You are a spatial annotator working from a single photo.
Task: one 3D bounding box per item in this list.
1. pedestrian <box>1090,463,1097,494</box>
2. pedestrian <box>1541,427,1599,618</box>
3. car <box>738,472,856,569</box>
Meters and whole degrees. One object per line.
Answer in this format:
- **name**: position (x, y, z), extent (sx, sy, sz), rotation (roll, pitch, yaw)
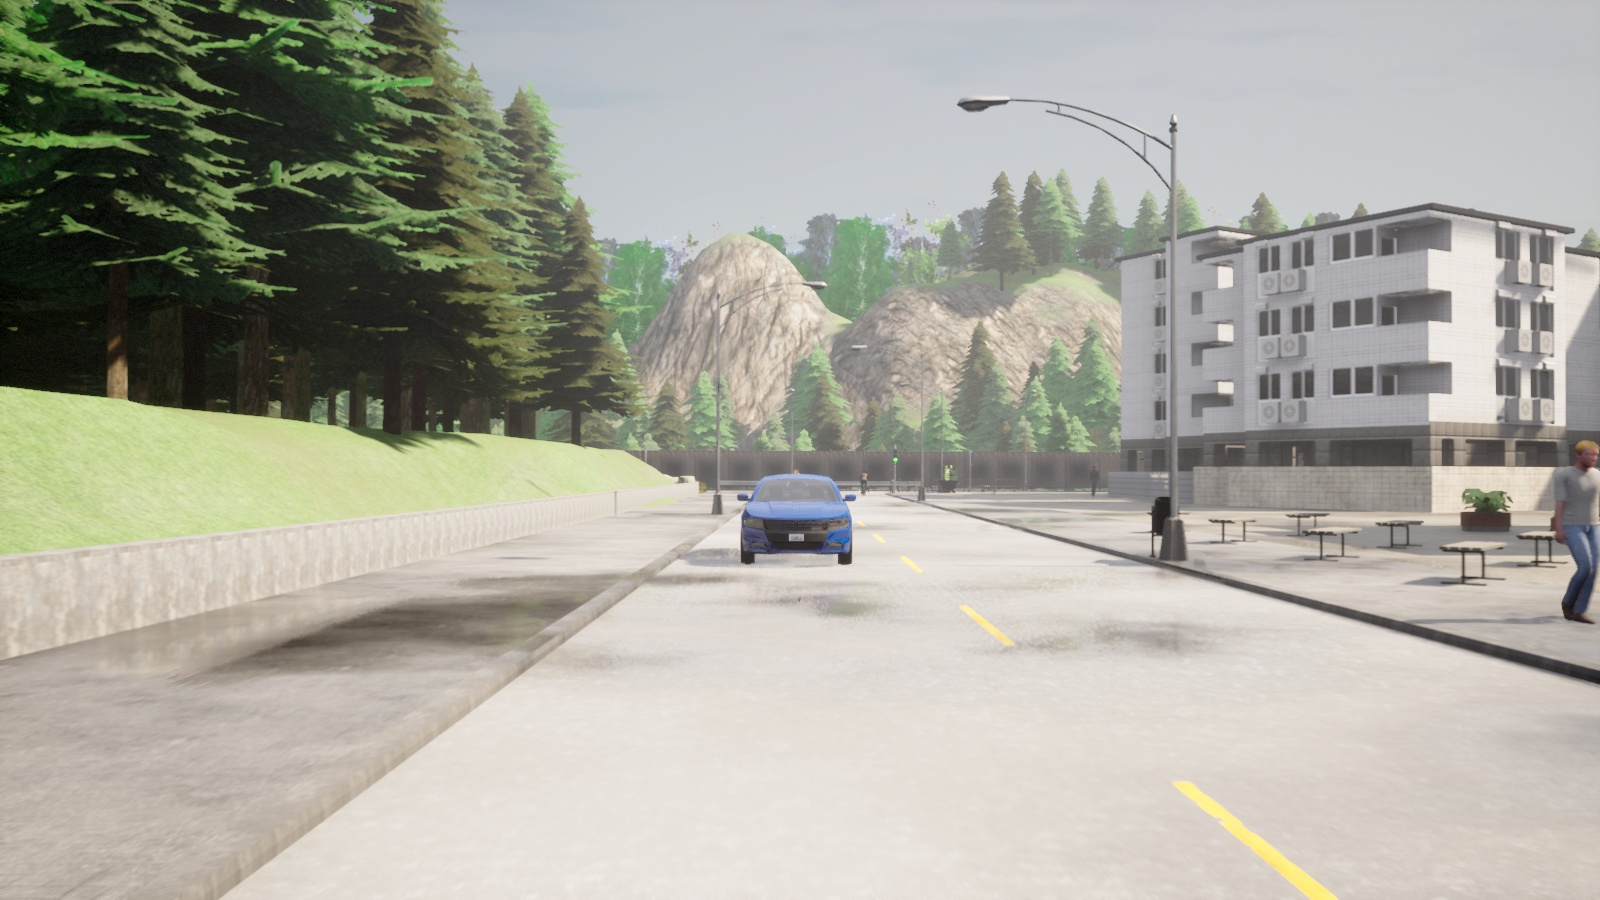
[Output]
- **pedestrian**: position (17.469, 1.705, 74.667), extent (0.353, 1.847, 0.614), rotation (0, -1, 9)
- **pedestrian**: position (7.726, 0.702, 12.418), extent (0.354, 1.836, 0.706), rotation (0, -1, 1)
- **car**: position (-0.052, 1.171, 22.596), extent (1.882, 1.535, 5.008), rotation (0, -1, 0)
